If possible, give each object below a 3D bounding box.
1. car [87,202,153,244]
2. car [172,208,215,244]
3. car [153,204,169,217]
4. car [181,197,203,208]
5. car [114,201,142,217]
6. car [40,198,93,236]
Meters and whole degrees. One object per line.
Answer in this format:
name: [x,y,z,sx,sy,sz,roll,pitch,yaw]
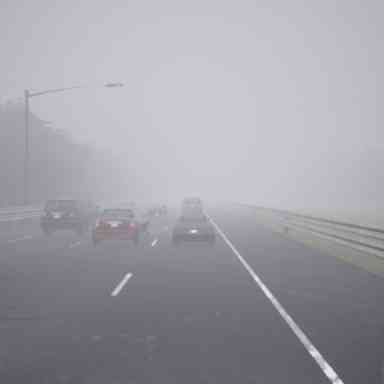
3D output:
car: [-3.425,1.506,16.784,2.097,1.767,4.553,0,0,0]
car: [0.077,1.715,16.579,1.994,1.385,4.181,0,-1,0]
car: [-3.451,1.935,35.220,1.895,1.301,4.718,0,-1,0]
car: [0.050,1.563,35.951,2.150,2.045,5.566,0,-1,0]
car: [-6.943,1.835,36.779,2.128,1.511,4.902,1,0,0]
car: [-6.933,1.376,19.752,2.150,2.045,5.566,0,0,0]
